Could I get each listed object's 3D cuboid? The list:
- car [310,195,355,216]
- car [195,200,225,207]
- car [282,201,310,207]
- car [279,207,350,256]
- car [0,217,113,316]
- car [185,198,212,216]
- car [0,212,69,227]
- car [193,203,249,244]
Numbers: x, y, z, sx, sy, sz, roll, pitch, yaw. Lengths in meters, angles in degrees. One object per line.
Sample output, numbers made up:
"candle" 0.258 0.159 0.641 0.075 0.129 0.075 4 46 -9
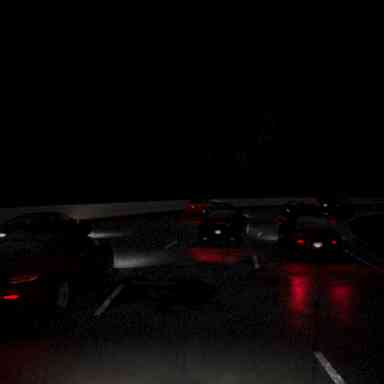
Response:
"car" 13.462 1.262 31.160 2.150 2.045 5.566 0 0 41
"car" 2.645 1.584 27.988 2.033 1.411 5.357 0 0 29
"car" 10.505 1.568 32.923 1.812 1.442 4.674 0 0 40
"car" 4.515 1.543 13.131 1.812 1.442 4.674 0 0 10
"car" -3.201 1.536 7.431 1.812 1.442 4.674 0 0 3
"car" 1.238 1.394 32.541 2.097 1.767 4.553 0 0 32
"car" -6.195 1.566 14.065 2.033 1.411 5.357 0 0 9
"car" 1.648 1.498 16.081 1.882 1.535 5.008 0 0 13
